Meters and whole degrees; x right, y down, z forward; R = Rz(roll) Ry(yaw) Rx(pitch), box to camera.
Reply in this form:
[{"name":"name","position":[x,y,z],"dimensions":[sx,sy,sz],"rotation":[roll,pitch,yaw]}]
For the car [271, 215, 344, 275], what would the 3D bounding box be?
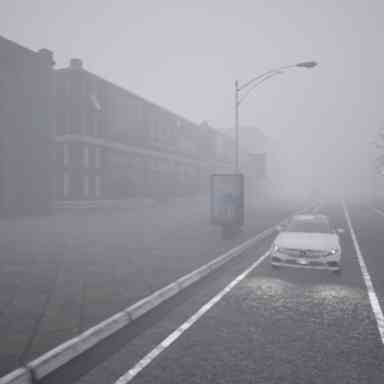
[{"name":"car","position":[3.798,1.494,10.681],"dimensions":[1.812,1.442,4.674],"rotation":[0,0,24]}]
